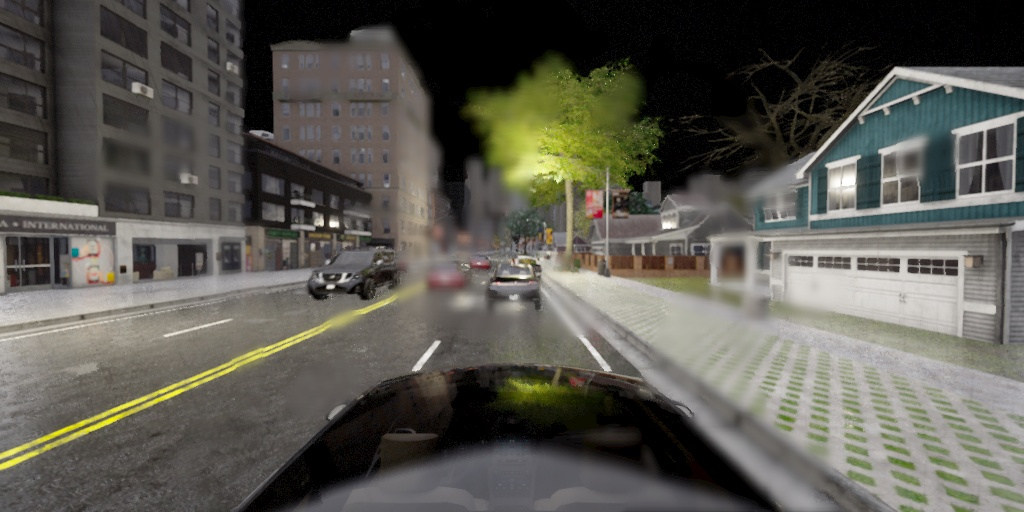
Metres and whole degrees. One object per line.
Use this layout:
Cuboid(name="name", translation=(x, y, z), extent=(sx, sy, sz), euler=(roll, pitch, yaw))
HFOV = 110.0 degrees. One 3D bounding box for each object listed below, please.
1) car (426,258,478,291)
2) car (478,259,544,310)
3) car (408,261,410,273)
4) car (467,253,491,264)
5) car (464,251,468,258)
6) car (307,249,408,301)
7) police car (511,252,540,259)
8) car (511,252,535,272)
Cuboid(name="car", translation=(-3.162, 0.999, 18.963), extent=(1.994, 1.385, 4.181), euler=(0, 1, 0))
Cuboid(name="car", translation=(0.091, 1.031, 13.340), extent=(2.128, 1.511, 4.902), euler=(0, 1, 0))
Cuboid(name="car", translation=(-9.870, 0.597, 29.079), extent=(2.097, 1.767, 4.553), euler=(0, 1, 0))
Cuboid(name="car", translation=(-3.175, 0.663, 36.917), extent=(1.994, 1.385, 4.181), euler=(0, 1, 0))
Cuboid(name="car", translation=(-6.586, 0.147, 63.466), extent=(2.033, 1.411, 5.357), euler=(0, 1, 1))
Cuboid(name="car", translation=(-6.609, 0.715, 15.815), extent=(2.150, 2.045, 5.566), euler=(0, 1, 0))
Cuboid(name="police car", translation=(0.959, 0.763, 24.205), extent=(1.930, 1.638, 5.238), euler=(0, 1, 0))
Cuboid(name="car", translation=(0.951, 0.504, 34.062), extent=(2.097, 1.767, 4.553), euler=(0, 1, 0))
